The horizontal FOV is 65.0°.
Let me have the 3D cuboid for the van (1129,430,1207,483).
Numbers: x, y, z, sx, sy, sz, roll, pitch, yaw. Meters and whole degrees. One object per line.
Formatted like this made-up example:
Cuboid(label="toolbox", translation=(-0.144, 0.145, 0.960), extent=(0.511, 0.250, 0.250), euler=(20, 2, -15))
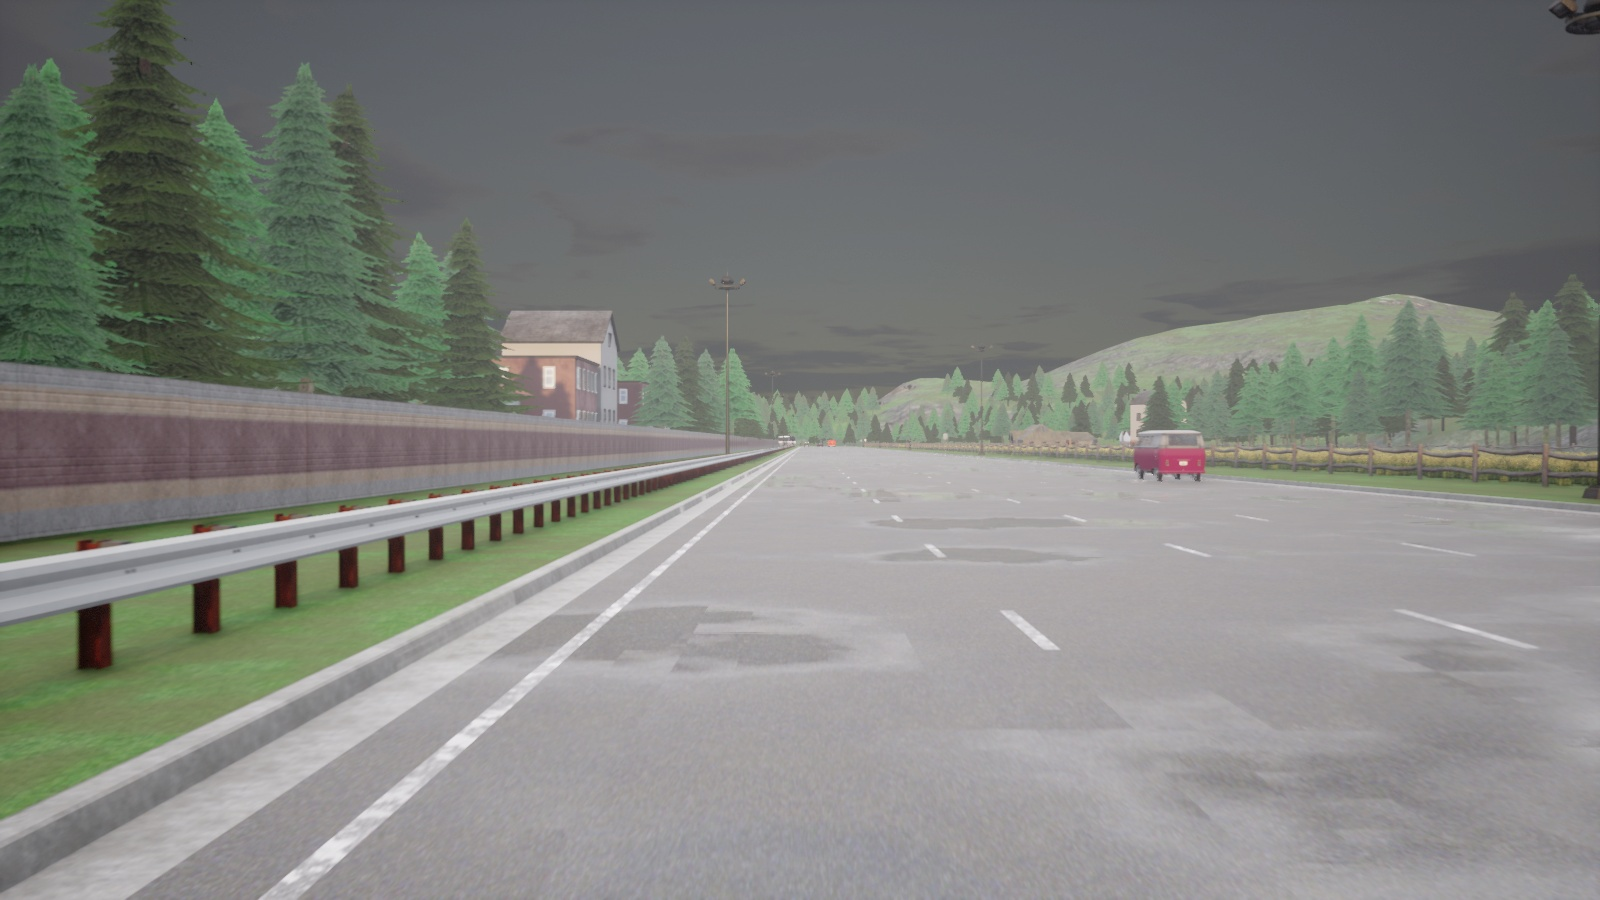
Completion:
Cuboid(label="van", translation=(14.298, 0.234, 48.997), extent=(1.775, 1.987, 4.442), euler=(0, 0, 0))
